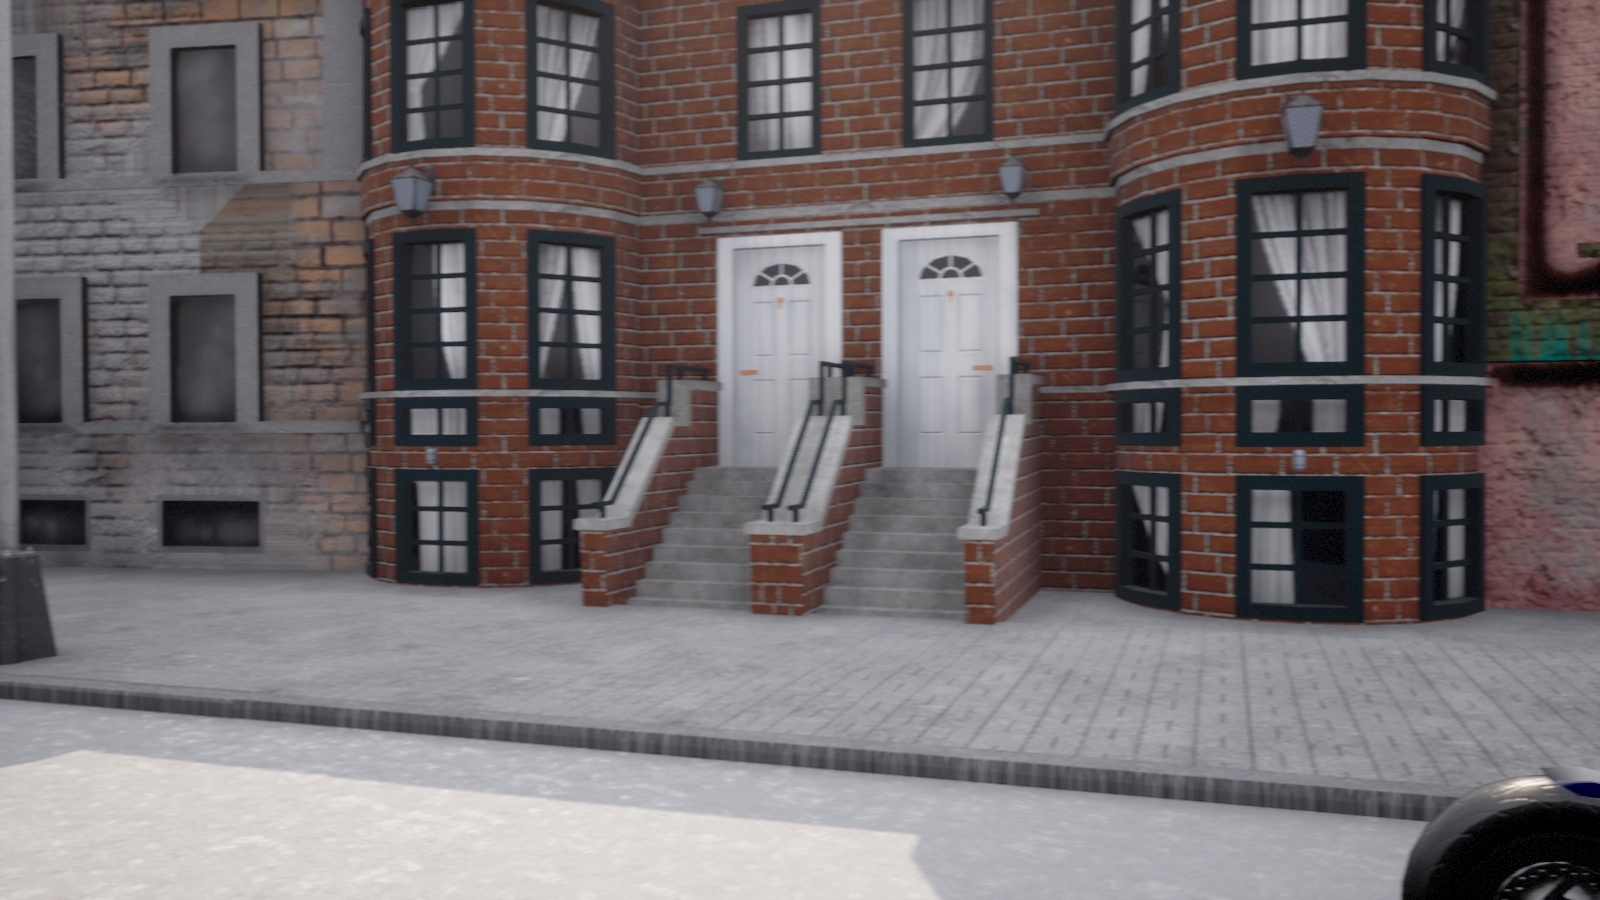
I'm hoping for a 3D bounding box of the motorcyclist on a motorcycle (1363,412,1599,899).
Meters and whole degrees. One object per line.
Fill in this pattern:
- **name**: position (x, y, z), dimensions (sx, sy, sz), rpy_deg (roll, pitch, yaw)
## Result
- **motorcyclist on a motorcycle**: position (2.601, 0.741, 2.844), dimensions (2.350, 1.649, 0.766), rpy_deg (0, 1, 19)
